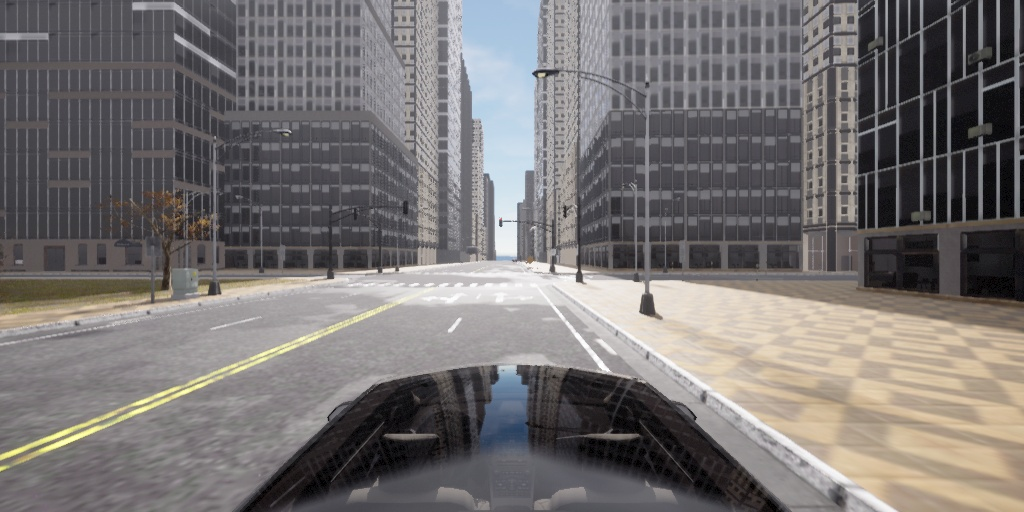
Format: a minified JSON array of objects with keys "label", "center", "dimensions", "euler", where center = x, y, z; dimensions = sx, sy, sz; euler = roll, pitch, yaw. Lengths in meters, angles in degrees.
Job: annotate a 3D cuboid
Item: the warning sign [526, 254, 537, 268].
[{"label":"warning sign","center":[2.850,0.940,56.768],"dimensions":[1.300,1.860,1.060],"euler":[0,0,0]}]
